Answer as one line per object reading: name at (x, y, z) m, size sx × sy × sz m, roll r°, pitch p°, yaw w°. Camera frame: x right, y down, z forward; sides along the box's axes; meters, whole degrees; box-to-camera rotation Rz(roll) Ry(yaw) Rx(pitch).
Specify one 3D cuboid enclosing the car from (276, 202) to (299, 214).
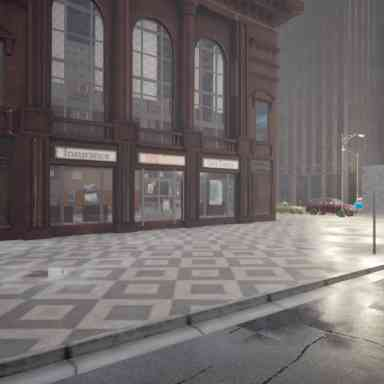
car at (10.777, 1.801, 38.044) m, size 1.752 × 1.417 × 4.829 m, roll 0°, pitch 0°, yaw -35°

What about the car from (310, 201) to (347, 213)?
car at (17.637, 1.901, 43.110) m, size 1.802 × 1.307 × 4.206 m, roll -1°, pitch 0°, yaw -35°

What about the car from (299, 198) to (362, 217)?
car at (13.923, 1.524, 33.591) m, size 2.192 × 1.841 × 5.009 m, roll 0°, pitch 0°, yaw -35°
